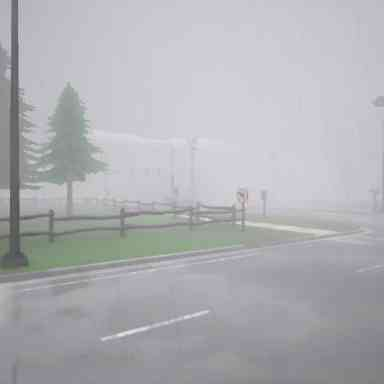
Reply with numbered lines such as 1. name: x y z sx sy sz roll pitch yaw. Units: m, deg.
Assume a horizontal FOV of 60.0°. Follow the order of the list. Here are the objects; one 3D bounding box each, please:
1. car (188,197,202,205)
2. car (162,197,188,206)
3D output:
1. car: -0.256 1.557 56.507 1.837 1.490 4.892 0 0 -35
2. car: -3.120 1.557 54.495 1.837 1.490 4.892 0 0 -35
